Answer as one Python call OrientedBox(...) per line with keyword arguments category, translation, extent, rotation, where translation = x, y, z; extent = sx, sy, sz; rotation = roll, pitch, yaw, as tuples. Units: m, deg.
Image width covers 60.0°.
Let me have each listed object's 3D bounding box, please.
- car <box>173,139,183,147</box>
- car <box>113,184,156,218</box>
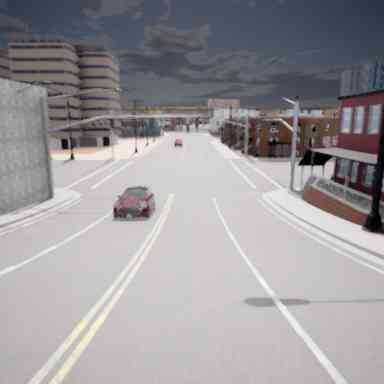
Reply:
OrientedBox(category="car", translation=(-3.468, -12.503, 84.673), extent=(2.150, 2.045, 5.566), rotation=(0, 12, 0))
OrientedBox(category="car", translation=(-3.532, 0.503, 20.979), extent=(2.097, 1.767, 4.553), rotation=(0, 7, 1))
